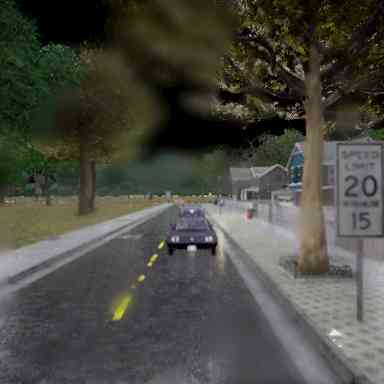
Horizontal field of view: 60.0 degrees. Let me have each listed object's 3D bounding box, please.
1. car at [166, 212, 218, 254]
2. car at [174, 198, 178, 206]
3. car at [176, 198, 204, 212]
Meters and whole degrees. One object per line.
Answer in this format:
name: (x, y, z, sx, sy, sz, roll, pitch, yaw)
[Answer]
car: (0.003, 1.734, 14.112, 1.895, 1.301, 4.718, 0, 0, 0)
car: (-2.741, 2.055, 70.824, 2.097, 1.767, 4.553, 0, -1, 0)
car: (0.006, 1.625, 29.076, 2.097, 1.767, 4.553, 0, -1, 0)
